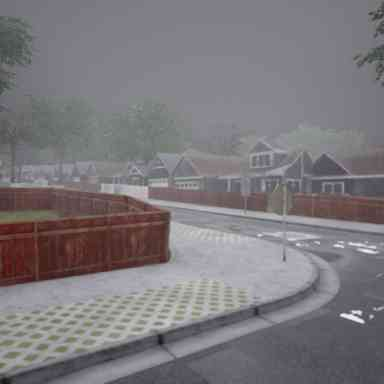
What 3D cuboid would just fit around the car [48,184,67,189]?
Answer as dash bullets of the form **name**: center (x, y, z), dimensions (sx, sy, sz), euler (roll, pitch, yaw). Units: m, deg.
- **car**: center (-18.865, -0.321, 46.724), dimensions (1.882, 1.535, 5.008), euler (1, 2, -35)
